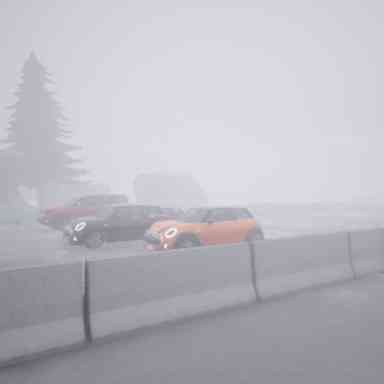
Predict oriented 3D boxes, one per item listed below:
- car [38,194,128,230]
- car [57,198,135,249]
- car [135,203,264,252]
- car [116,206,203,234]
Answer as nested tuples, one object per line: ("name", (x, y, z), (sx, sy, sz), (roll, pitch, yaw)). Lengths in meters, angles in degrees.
("car", (-6.444, 1.164, 20.574), (5.566, 2.045, 2.150), (0, 0, -33))
("car", (-3.105, 1.311, 14.367), (4.553, 1.767, 2.097), (0, 0, -32))
("car", (0.488, 1.315, 12.515), (4.553, 1.767, 2.097), (0, 0, -32))
("car", (-1.835, 1.545, 19.355), (4.718, 1.301, 1.895), (0, 0, -31))
